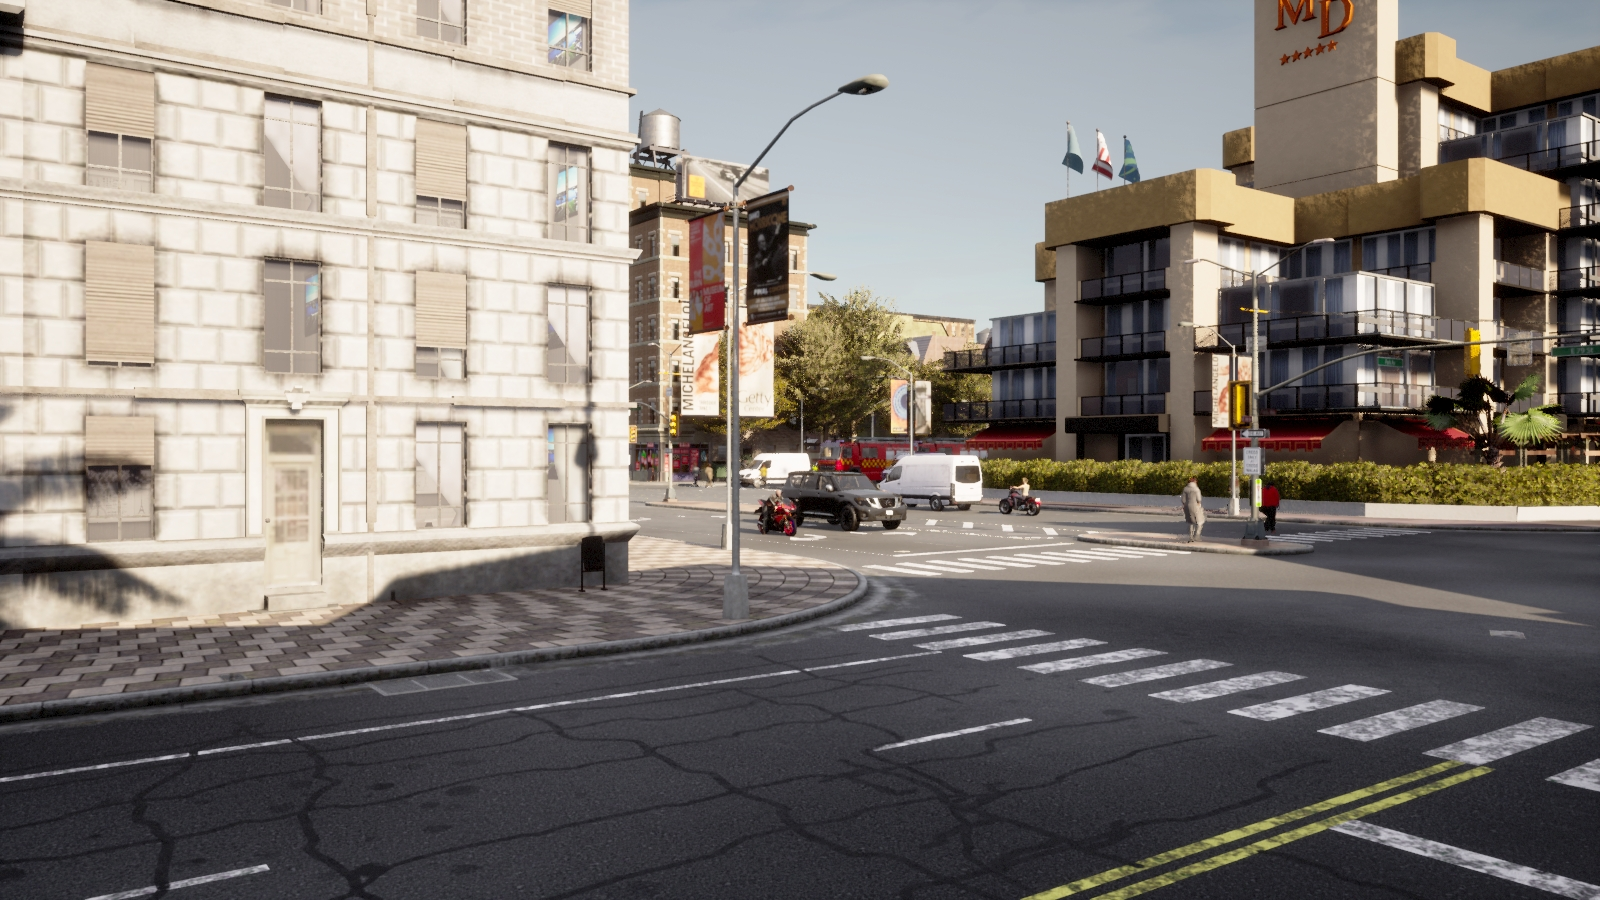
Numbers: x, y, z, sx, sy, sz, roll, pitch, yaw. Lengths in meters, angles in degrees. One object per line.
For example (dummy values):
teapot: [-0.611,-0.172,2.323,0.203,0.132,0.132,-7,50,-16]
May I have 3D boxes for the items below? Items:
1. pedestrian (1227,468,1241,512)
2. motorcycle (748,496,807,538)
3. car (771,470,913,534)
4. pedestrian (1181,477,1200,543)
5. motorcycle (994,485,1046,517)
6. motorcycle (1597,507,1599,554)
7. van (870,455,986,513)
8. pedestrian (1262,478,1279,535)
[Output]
pedestrian: [18.479,1.696,48.661,0.375,1.860,0.375,0,0,-23]
motorcycle: [-0.756,2.205,37.717,0.867,1.251,2.209,0,0,-36]
car: [1.410,1.779,41.176,2.150,2.045,5.566,0,0,-35]
pedestrian: [11.151,1.704,32.622,0.375,1.860,0.375,0,0,-43]
motorcycle: [9.406,2.170,48.968,0.764,1.277,2.356,0,0,-34]
motorcycle: [22.675,2.170,30.374,2.356,1.277,0.764,0,-1,9]
van: [5.947,1.534,54.072,1.988,2.561,5.915,0,0,-36]
pedestrian: [15.496,1.848,37.645,0.375,1.860,0.375,0,0,-36]
